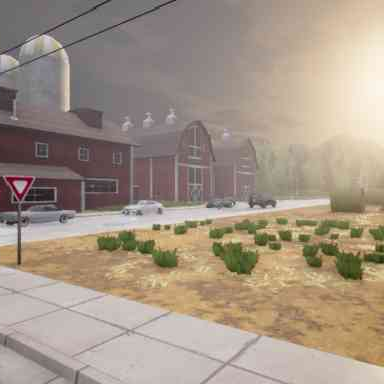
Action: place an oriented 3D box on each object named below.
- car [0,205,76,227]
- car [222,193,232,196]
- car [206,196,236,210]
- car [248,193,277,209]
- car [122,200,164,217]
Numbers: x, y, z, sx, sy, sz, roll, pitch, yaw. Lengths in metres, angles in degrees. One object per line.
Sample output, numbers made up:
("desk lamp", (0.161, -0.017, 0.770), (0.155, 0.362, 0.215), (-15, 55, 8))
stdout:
("car", (-10.576, 1.574, 23.002), (1.895, 1.301, 4.718), (0, 0, 35))
("car", (5.845, 1.118, 53.980), (1.905, 1.878, 3.866), (6, 1, -8))
("car", (3.506, 1.538, 43.336), (1.994, 1.385, 4.181), (0, 0, 35))
("car", (9.788, 1.195, 46.099), (2.150, 2.045, 5.566), (0, 0, 36))
("car", (-4.573, 1.499, 31.669), (1.812, 1.442, 4.674), (0, 0, 34))
